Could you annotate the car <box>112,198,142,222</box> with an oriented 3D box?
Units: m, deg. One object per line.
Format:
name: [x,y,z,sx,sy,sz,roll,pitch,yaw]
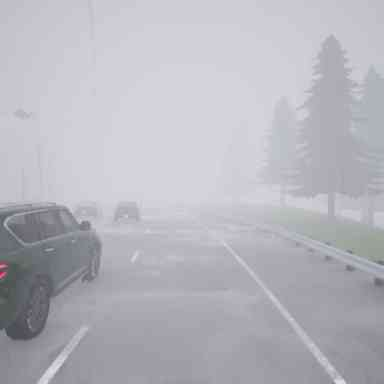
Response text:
car: [-5.054,1.473,26.297,1.837,1.490,4.892,1,0,-8]

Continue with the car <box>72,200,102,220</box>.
car: [-8.969,1.488,28.774,1.812,1.442,4.674,0,0,-10]

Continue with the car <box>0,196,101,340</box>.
car: [-3.465,1.214,6.634,2.150,2.045,5.566,0,0,-1]

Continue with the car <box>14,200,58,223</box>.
car: [-12.149,1.472,26.331,1.837,1.490,4.892,1,0,-9]

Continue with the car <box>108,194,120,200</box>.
car: [-19.515,1.245,83.311,2.097,1.767,4.553,0,0,-29]
